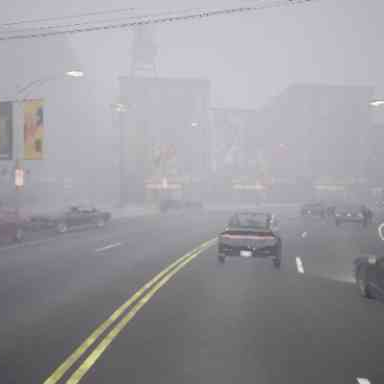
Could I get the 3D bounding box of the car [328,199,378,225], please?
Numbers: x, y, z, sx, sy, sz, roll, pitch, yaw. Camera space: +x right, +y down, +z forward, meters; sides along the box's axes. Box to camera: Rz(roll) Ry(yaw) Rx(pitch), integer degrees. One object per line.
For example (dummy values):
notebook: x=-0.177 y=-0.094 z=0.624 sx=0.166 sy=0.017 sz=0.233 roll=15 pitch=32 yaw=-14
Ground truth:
car: x=10.812 y=1.445 z=22.112 sx=2.033 sy=1.411 sz=5.357 roll=1 pitch=1 yaw=33

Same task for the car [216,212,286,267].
car: x=2.074 y=1.418 z=11.223 sx=2.128 sy=1.511 sz=4.902 roll=0 pitch=1 yaw=15

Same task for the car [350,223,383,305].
car: x=4.184 y=1.533 z=5.178 sx=2.033 sy=1.411 sz=5.357 roll=0 pitch=0 yaw=9

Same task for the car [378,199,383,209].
car: x=25.096 y=1.193 z=41.129 sx=4.553 sy=1.767 sz=2.097 roll=0 pitch=1 yaw=-16

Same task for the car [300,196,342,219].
car: x=10.524 y=1.346 z=27.312 sx=2.128 sy=1.511 sz=4.902 roll=1 pitch=0 yaw=40

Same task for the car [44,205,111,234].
car: x=-6.628 y=1.411 z=18.270 sx=1.895 sy=1.301 sz=4.718 roll=1 pitch=0 yaw=24

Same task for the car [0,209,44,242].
car: x=-8.242 y=1.368 z=12.771 sx=2.002 sy=1.452 sz=4.674 roll=0 pitch=0 yaw=14
